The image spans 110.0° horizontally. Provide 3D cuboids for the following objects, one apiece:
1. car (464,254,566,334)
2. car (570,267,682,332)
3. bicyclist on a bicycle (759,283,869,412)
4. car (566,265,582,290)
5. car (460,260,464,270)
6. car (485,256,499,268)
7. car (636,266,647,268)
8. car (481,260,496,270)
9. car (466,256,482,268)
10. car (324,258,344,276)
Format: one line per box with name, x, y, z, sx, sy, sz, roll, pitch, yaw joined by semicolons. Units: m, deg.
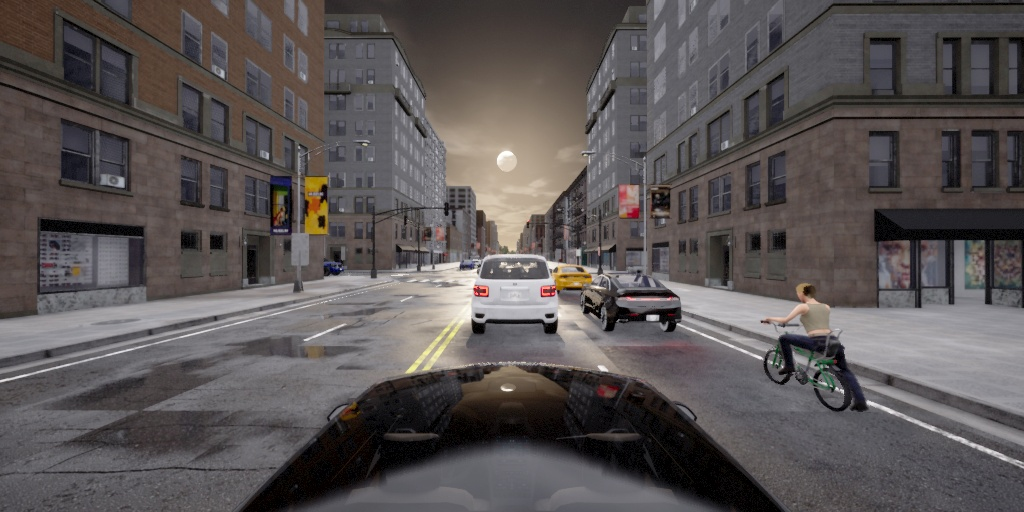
car;0.075;0.973;10.785;2.150;2.045;5.566;0;0;0
car;3.319;1.243;10.857;2.128;1.511;4.902;0;0;0
bicyclist on a bicycle;4.125;1.187;5.116;0.866;1.612;1.509;0;0;0
car;3.202;1.233;20.347;1.882;1.535;5.008;0;0;0
car;-6.727;1.249;54.124;1.882;1.535;5.008;0;0;0
car;-3.477;0.996;62.456;2.150;2.045;5.566;0;0;0
car;14.957;1.413;38.750;4.718;1.301;1.895;0;0;1
car;-3.468;1.335;53.115;1.994;1.385;4.181;0;0;0
car;-6.719;0.997;64.068;2.150;2.045;5.566;0;0;0
car;-19.817;0.959;35.859;5.566;2.045;2.150;0;0;2
